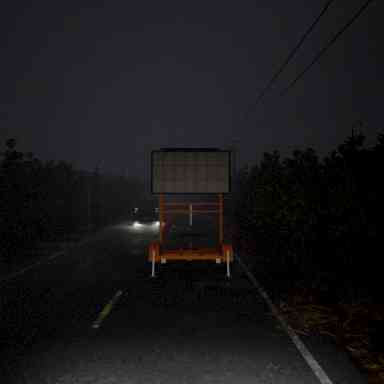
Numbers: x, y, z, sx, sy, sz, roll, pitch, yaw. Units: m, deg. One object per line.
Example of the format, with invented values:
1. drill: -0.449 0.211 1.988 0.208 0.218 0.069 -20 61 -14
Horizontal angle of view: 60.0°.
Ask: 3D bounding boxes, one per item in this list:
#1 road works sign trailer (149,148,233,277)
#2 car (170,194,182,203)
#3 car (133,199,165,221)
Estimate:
1. road works sign trailer: -0.035 0.464 10.220 2.380 3.560 2.880 0 0 0
2. car: -3.450 1.221 72.202 2.150 2.045 5.566 0 0 0
3. car: -3.393 1.352 26.774 2.097 1.767 4.553 0 0 0
